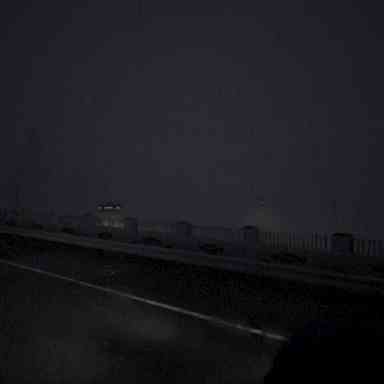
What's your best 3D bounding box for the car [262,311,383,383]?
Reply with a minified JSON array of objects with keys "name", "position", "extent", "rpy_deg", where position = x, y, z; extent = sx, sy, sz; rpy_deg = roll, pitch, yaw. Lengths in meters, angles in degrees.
[{"name":"car","position":[2.803,1.619,1.993],"extent":[4.718,1.301,1.895],"rpy_deg":[1,1,35]}]
